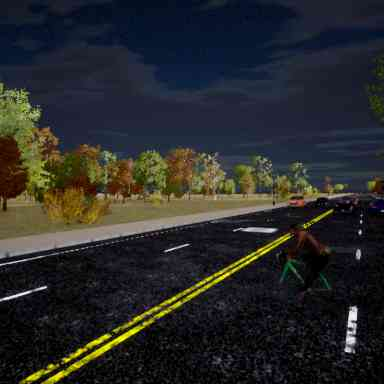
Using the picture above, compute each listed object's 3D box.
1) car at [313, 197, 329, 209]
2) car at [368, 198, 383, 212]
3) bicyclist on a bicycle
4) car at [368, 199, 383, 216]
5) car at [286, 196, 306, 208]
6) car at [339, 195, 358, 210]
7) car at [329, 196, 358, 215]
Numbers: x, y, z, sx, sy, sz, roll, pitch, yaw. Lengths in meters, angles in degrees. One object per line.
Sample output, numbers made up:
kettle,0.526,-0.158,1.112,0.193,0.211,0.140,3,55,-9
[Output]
car,18.218,1.502,46.497,1.837,1.490,4.892,0,0,27
car,22.503,1.545,40.314,2.033,1.411,5.357,0,0,28
bicyclist on a bicycle,2.272,1.452,6.736,1.656,1.620,0.582,-1,0,27
car,17.953,1.525,31.504,1.812,1.442,4.674,0,0,28
car,14.690,1.349,46.750,2.097,1.767,4.553,0,0,27
car,20.641,1.350,43.686,2.097,1.767,4.553,0,0,27
car,15.301,1.491,33.337,2.128,1.511,4.902,0,0,27
